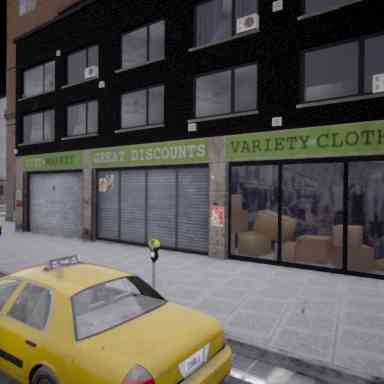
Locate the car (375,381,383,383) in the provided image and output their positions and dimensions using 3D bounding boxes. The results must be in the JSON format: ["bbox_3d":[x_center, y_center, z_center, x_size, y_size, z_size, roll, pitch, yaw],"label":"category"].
[{"bbox_3d":[2.829,1.551,1.071,4.403,1.369,2.008,0,1,36],"label":"car"}]

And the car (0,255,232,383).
[{"bbox_3d":[-1.855,1.524,4.416,4.829,1.417,1.752,0,1,36],"label":"car"}]
